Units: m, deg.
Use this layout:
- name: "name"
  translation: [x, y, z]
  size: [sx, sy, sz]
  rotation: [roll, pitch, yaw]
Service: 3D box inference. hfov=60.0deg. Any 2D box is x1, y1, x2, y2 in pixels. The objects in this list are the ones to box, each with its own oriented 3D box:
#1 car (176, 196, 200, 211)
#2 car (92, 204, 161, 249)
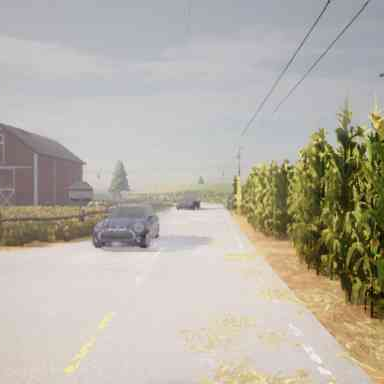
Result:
- name: "car"
  translation: [-0.488, 1.340, 41.155]
  size: [2.097, 1.767, 4.553]
  rotation: [1, 0, 15]
- name: "car"
  translation: [-2.695, 1.347, 14.590]
  size: [2.097, 1.767, 4.553]
  rotation: [0, 0, 3]
